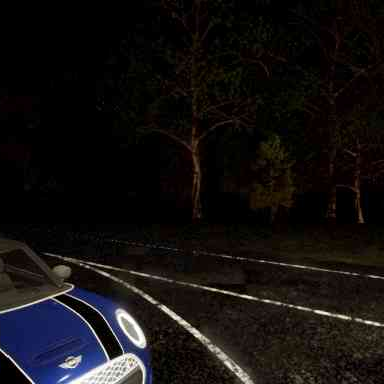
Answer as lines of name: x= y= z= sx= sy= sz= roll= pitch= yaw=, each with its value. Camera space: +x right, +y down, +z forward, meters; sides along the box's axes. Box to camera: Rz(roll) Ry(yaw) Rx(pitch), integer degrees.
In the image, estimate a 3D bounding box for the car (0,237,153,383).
car: x=-2.592 y=1.338 z=3.733 sx=4.553 sy=1.767 sz=2.097 roll=1 pitch=0 yaw=35
